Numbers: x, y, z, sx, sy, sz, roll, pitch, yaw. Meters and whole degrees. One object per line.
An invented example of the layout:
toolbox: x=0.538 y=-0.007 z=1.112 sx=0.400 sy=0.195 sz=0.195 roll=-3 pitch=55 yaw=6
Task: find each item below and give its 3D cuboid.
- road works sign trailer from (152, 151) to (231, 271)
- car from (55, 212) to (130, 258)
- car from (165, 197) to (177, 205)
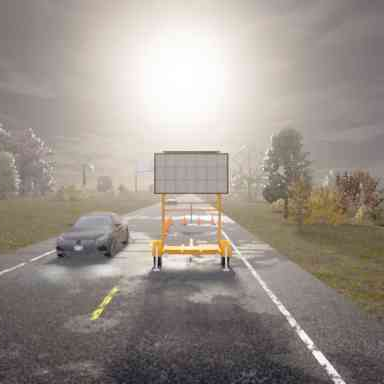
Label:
road works sign trailer: x=-0.019 y=0.464 z=10.890 sx=2.380 sy=3.560 sz=2.880 roll=0 pitch=0 yaw=0
car: x=-3.623 y=1.525 z=12.927 sx=1.812 sy=1.442 sz=4.674 roll=0 pitch=0 yaw=0
car: x=-3.601 y=1.577 z=57.986 sx=2.033 sy=1.411 sz=5.357 roll=0 pitch=0 yaw=0
